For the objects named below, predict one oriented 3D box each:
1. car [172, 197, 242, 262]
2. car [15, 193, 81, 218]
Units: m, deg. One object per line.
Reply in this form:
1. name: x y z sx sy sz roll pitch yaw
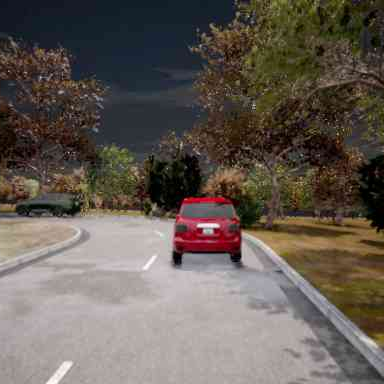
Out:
1. car: 0.461 1.208 12.253 2.150 2.045 5.566 0 0 0
2. car: -12.631 1.143 29.334 5.566 2.045 2.150 0 -1 10
